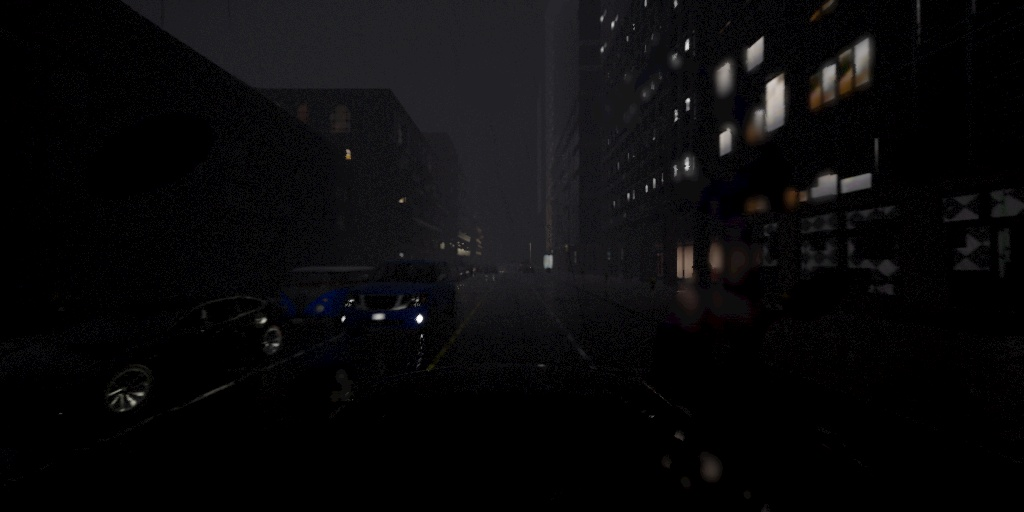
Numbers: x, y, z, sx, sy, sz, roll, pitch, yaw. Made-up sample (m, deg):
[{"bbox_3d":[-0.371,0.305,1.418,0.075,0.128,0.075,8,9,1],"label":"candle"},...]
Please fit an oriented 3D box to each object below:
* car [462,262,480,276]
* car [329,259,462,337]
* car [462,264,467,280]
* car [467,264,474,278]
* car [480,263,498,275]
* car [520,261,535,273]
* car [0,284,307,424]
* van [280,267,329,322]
[{"bbox_3d":[-5.686,1.644,45.512,2.192,1.841,5.009,0,0,0],"label":"car"},{"bbox_3d":[-3.099,1.093,11.095,2.150,2.045,5.566,0,-1,0],"label":"car"},{"bbox_3d":[-5.687,1.758,34.216,1.802,1.307,4.207,0,0,0],"label":"car"},{"bbox_3d":[-5.686,1.835,39.864,1.802,1.307,4.207,0,0,0],"label":"car"},{"bbox_3d":[-3.072,1.919,52.717,2.128,1.511,4.902,0,-1,0],"label":"car"},{"bbox_3d":[2.696,2.009,56.977,1.751,1.417,4.829,0,0,0],"label":"car"},{"bbox_3d":[-5.691,1.371,5.976,1.948,1.339,4.313,0,0,0],"label":"car"},{"bbox_3d":[-5.689,1.219,11.624,1.690,1.789,3.998,0,0,0],"label":"van"}]
